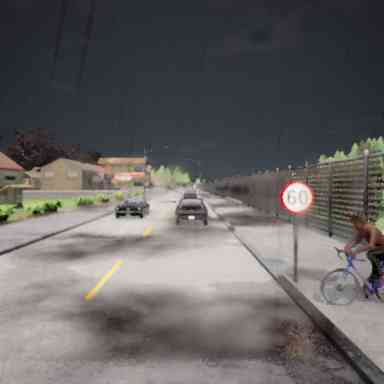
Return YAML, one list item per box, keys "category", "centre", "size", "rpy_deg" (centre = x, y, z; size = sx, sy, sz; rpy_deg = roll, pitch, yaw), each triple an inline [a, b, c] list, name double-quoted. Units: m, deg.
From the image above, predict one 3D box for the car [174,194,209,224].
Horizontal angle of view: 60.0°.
- category: "car"
  centre: [-0.041, 1.083, 20.414]
  size: [1.837, 1.490, 4.892]
  rpy_deg: [0, 1, 0]

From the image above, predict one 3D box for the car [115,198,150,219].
- category: "car"
  centre: [-4.165, 1.135, 23.775]
  size: [1.895, 1.301, 4.718]
  rpy_deg: [0, 1, 0]

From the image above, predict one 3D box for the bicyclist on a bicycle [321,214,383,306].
- category: "bicyclist on a bicycle"
  centre: [3.088, 1.222, 5.855]
  size: [1.656, 1.620, 0.582]
  rpy_deg: [0, 1, 0]

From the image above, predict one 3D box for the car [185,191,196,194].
- category: "car"
  centre: [-0.227, 0.587, 44.535]
  size: [1.837, 1.490, 4.892]
  rpy_deg: [0, 1, 0]
